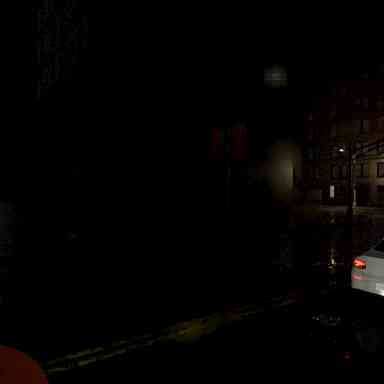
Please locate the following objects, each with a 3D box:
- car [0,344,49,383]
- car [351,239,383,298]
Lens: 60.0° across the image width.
[{"bbox_3d":[-3.161,1.477,1.190,5.008,1.535,1.882,0,0,-35],"label":"car"},{"bbox_3d":[5.271,1.528,7.195,4.674,1.442,1.812,0,0,-35],"label":"car"}]
